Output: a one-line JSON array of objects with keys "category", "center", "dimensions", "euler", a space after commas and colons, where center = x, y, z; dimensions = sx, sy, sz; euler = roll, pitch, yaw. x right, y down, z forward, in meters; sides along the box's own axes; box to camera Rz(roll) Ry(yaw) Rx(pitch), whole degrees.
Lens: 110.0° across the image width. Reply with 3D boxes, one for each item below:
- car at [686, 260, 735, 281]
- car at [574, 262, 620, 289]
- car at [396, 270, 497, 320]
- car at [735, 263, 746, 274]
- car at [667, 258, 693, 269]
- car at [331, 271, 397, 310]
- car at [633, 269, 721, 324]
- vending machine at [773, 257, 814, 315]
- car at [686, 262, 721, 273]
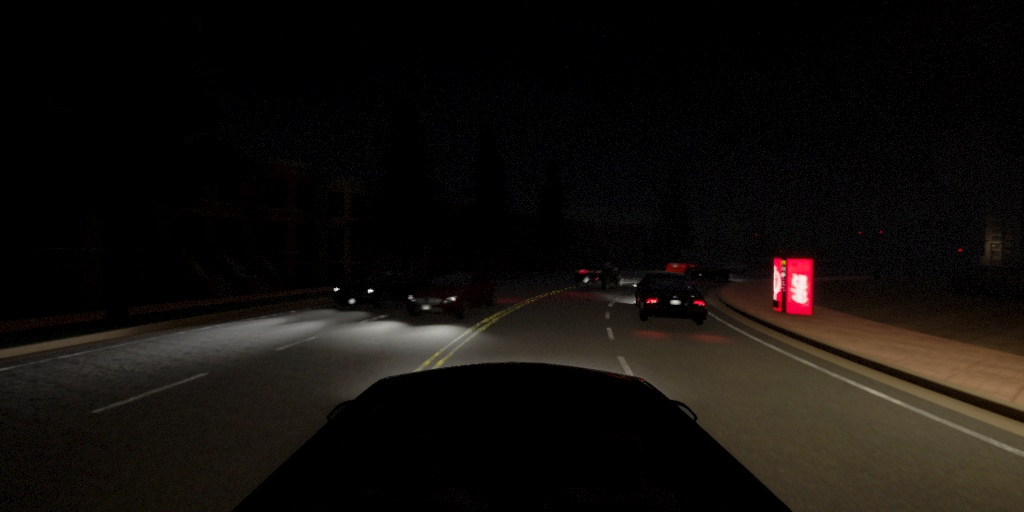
[{"category": "car", "center": [16.986, 1.376, 30.591], "dimensions": [5.008, 1.535, 1.882], "euler": [1, 0, -43]}, {"category": "car", "center": [5.350, 1.129, 22.106], "dimensions": [2.128, 1.511, 4.902], "euler": [1, 0, 29]}, {"category": "car", "center": [-1.903, 1.249, 12.792], "dimensions": [1.812, 1.442, 4.674], "euler": [0, 0, 16]}, {"category": "car", "center": [27.908, 1.543, 45.811], "dimensions": [4.674, 1.442, 1.812], "euler": [1, 0, -27]}, {"category": "car", "center": [17.583, 1.071, 36.052], "dimensions": [4.553, 1.767, 2.097], "euler": [1, 0, -36]}, {"category": "car", "center": [-5.016, 1.291, 14.734], "dimensions": [1.895, 1.301, 4.718], "euler": [1, 0, 17]}, {"category": "car", "center": [5.282, 1.342, 12.372], "dimensions": [2.033, 1.411, 5.357], "euler": [1, 0, 17]}, {"category": "vending machine", "center": [9.761, 1.035, 12.498], "dimensions": [1.100, 2.100, 0.880], "euler": [0, 0, 19]}, {"category": "car", "center": [26.120, 1.506, 48.831], "dimensions": [4.674, 1.442, 1.812], "euler": [1, 0, -27]}]
